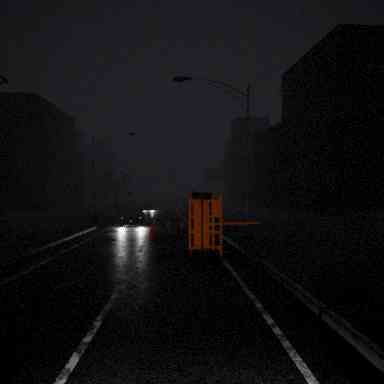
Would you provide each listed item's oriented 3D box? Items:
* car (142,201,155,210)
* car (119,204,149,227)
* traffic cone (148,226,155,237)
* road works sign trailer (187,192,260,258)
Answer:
[{"bbox_3d":[-6.861,2.115,52.643,1.994,1.385,4.181,0,1,-5],"label":"car"},{"bbox_3d":[-4.849,2.011,27.541,1.812,1.442,4.674,0,-1,-5],"label":"car"},{"bbox_3d":[-2.240,2.183,18.404,0.340,0.580,0.340,-1,-2,-5],"label":"traffic cone"},{"bbox_3d":[0.821,1.165,13.288,2.880,2.380,3.560,0,-1,-13],"label":"road works sign trailer"}]
